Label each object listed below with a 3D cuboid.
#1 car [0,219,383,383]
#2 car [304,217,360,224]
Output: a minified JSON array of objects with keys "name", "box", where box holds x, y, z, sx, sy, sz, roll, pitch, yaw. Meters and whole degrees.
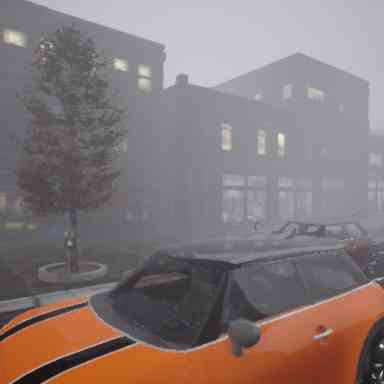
[{"name":"car","box":[0.170,1.351,3.503,4.553,1.767,2.097,0,0,-36]},{"name":"car","box":[3.100,1.437,8.756,4.097,1.590,1.967,0,1,-35]}]
